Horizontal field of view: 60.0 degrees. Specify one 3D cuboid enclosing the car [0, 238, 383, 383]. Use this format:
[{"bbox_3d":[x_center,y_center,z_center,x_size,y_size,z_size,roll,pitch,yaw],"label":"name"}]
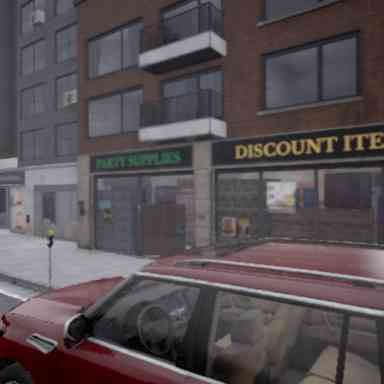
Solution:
[{"bbox_3d":[0.428,1.316,2.544,5.009,1.841,2.192,0,0,35],"label":"car"}]
